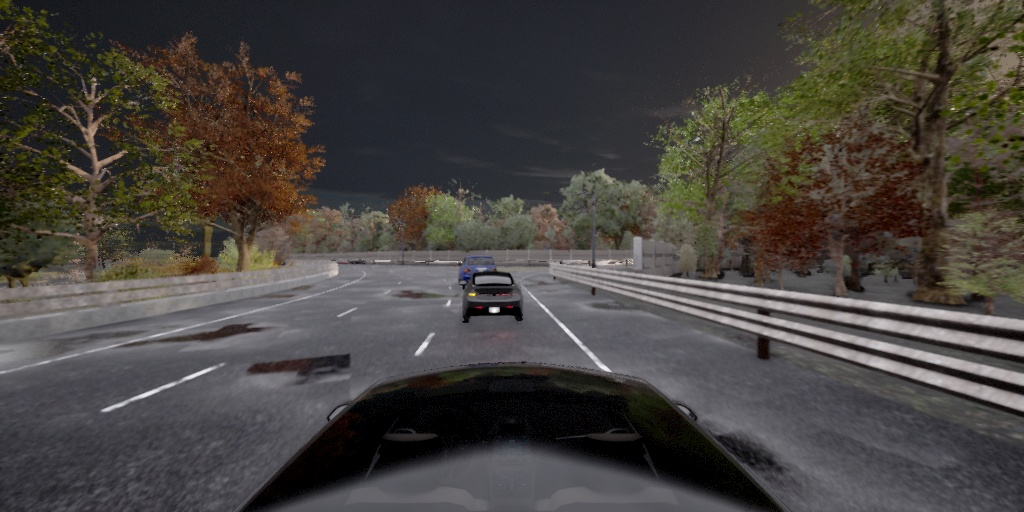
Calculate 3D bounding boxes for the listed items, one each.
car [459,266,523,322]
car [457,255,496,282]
[{"bbox_3d":[-0.745,1.262,12.451,1.837,1.490,4.892,0,0,-6],"label":"car"},{"bbox_3d":[-2.278,0.989,23.302,2.150,2.045,5.566,0,0,-11],"label":"car"}]
